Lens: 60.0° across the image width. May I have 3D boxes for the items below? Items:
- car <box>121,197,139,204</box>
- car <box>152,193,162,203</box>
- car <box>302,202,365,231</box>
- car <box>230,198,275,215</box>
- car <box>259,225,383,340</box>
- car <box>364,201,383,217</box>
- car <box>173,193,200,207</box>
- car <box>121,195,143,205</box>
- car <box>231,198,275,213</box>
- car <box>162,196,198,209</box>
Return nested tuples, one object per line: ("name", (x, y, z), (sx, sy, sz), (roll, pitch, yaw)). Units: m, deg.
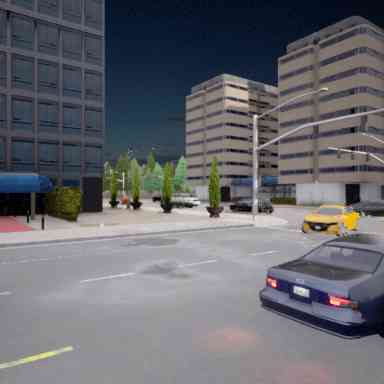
("car", (-12.385, 1.613, 66.243), (1.895, 1.301, 4.718), (0, 0, -35))
("car", (-6.367, 1.223, 69.982), (2.150, 2.045, 5.566), (0, 0, -35))
("car", (7.807, 1.478, 18.387), (1.882, 1.535, 5.008), (2, 1, 39))
("car", (6.059, 1.601, 33.652), (1.895, 1.301, 4.718), (0, 0, -35))
("car", (3.702, 1.547, 6.462), (5.357, 1.411, 2.033), (0, 0, -35))
("car", (16.004, 1.506, 28.259), (4.892, 1.490, 1.837), (-1, 1, 37))
("car", (-1.048, 1.221, 49.899), (2.150, 2.045, 5.566), (0, 0, -35))
("car", (-10.193, 1.351, 56.893), (2.097, 1.767, 4.553), (0, 0, -35))
("car", (6.959, 1.492, 38.467), (2.128, 1.511, 4.902), (0, 0, -35))
("car", (-1.649, 1.601, 44.652), (1.895, 1.301, 4.718), (0, 0, -35))
